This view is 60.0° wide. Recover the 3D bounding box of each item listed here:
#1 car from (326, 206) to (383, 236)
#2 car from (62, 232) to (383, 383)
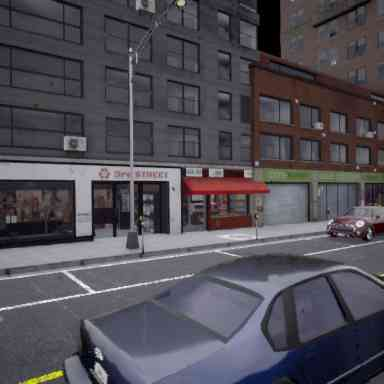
[{"bbox_3d":[8.456,1.435,16.440,4.097,1.590,1.967,0,-1,-35],"label":"car"},{"bbox_3d":[1.283,1.547,4.228,5.357,1.411,2.033,0,0,-35],"label":"car"}]
